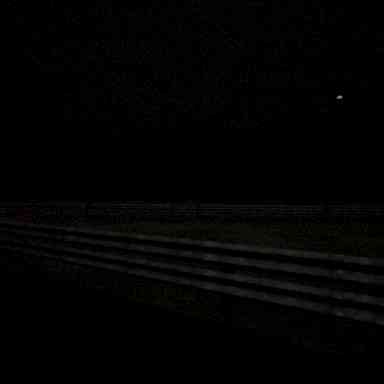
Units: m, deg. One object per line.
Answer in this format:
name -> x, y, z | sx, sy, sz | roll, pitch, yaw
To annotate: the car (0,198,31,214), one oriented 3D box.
car -> -20.875, 1.520, 38.050 | 4.553, 1.767, 2.097 | 0, 0, 17
